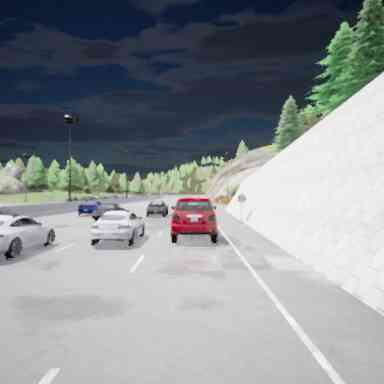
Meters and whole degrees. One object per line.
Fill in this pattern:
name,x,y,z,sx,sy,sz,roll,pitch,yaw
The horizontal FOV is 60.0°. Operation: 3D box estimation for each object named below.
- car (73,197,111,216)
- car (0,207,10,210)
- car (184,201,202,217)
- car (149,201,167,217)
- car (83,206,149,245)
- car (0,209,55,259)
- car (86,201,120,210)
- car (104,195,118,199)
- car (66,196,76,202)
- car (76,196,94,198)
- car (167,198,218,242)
car,-10.399,1.627,34.967,1.882,1.535,5.008,0,0,0
car,-10.400,1.568,17.761,2.128,1.511,4.902,0,0,0
car,0.102,1.674,34.442,1.812,1.442,4.674,0,0,0
car,-3.399,1.635,33.396,2.128,1.511,4.902,0,0,0
car,-3.402,1.593,15.735,1.812,1.442,4.674,0,0,0
car,-6.903,1.580,12.639,1.812,1.442,4.674,0,0,0
car,-6.899,1.668,28.047,2.033,1.411,5.357,0,0,0
car,-20.994,1.853,87.706,1.882,1.535,5.008,0,0,0
car,-31.494,1.899,87.707,1.812,1.442,4.674,0,0,0
car,-27.994,1.730,87.737,2.097,1.767,4.553,0,0,0
car,0.100,1.295,17.047,2.150,2.045,5.566,0,0,0
